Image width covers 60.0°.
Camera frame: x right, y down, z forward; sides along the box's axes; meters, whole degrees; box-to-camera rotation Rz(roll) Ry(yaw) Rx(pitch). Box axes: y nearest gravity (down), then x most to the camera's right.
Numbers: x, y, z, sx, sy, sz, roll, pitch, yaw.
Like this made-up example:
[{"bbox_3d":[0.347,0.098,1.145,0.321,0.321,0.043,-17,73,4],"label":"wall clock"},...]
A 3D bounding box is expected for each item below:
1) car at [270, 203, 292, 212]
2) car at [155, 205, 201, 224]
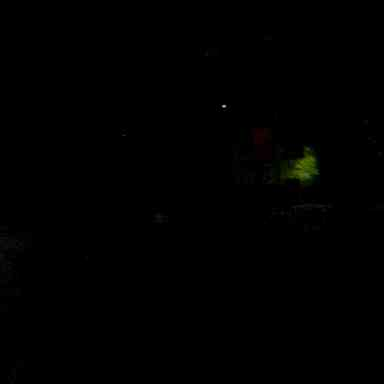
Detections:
[{"bbox_3d":[12.795,2.212,47.861,1.994,1.385,4.181,-2,-2,36],"label":"car"},{"bbox_3d":[-1.159,1.907,28.545,2.128,1.511,4.902,-2,-2,36],"label":"car"}]
